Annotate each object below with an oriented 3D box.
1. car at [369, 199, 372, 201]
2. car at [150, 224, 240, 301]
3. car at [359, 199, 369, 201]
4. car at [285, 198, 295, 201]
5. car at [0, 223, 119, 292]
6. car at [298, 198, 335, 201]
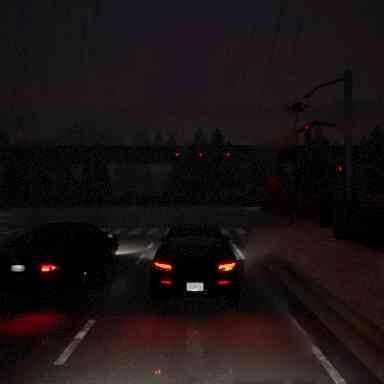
[{"bbox_3d":[26.181,1.524,43.300,4.674,1.442,1.812,0,0,0],"label":"car"},{"bbox_3d":[0.072,1.525,8.229,1.812,1.442,4.674,0,0,0],"label":"car"},{"bbox_3d":[23.751,1.599,46.811,4.718,1.301,1.895,0,0,0],"label":"car"},{"bbox_3d":[14.121,1.524,46.855,4.674,1.442,1.812,0,0,2],"label":"car"},{"bbox_3d":[-3.420,1.547,9.050,2.033,1.411,5.357,0,0,0],"label":"car"},{"bbox_3d":[16.920,1.490,43.340,4.902,1.511,2.128,0,0,0],"label":"car"}]
